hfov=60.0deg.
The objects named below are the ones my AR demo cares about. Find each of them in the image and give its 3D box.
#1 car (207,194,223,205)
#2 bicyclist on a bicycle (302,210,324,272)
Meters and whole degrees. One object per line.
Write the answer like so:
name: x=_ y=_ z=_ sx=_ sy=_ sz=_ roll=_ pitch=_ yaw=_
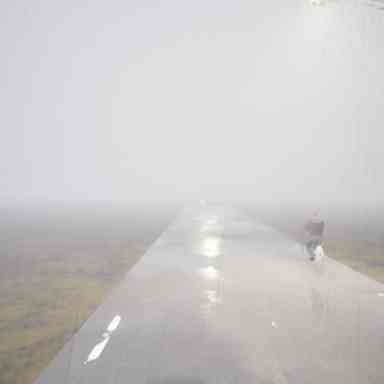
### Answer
car: x=3.904 y=1.355 z=54.103 sx=1.812 sy=1.442 sz=4.674 roll=1 pitch=0 yaw=1
bicyclist on a bicycle: x=3.670 y=1.416 z=10.160 sx=0.659 sy=1.776 sz=1.843 roll=1 pitch=0 yaw=1
